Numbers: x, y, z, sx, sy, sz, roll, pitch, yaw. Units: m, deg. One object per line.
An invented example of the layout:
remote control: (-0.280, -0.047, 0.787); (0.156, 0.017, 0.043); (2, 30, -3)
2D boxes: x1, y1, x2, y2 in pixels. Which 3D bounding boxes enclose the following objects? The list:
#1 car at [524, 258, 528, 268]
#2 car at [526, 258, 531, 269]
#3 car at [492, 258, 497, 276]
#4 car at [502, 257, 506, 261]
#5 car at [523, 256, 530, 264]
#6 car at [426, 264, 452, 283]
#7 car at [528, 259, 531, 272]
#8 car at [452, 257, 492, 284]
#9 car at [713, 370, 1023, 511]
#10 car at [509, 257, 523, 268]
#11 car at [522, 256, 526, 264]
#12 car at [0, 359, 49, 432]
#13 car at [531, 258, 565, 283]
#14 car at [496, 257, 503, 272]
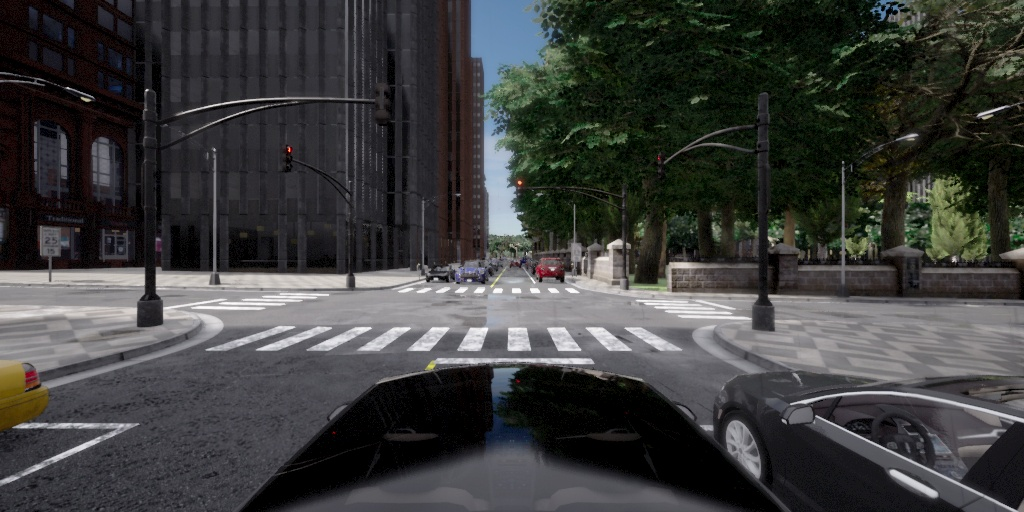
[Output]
car: (3.143, 1.334, 50.214); (2.007, 1.370, 4.403); (0, 0, 0)
car: (3.100, 1.328, 44.757); (2.007, 1.370, 4.403); (0, 0, 0)
car: (-2.824, 1.274, 36.984); (1.837, 1.490, 4.892); (0, 0, 1)
car: (-2.560, 1.360, 60.879); (1.994, 1.385, 4.181); (0, 0, 1)
car: (3.186, 1.230, 55.670); (1.967, 1.591, 4.097); (0, 0, 0)
car: (-5.554, 1.326, 28.447); (1.948, 1.339, 4.313); (0, 0, 0)
car: (3.057, 1.337, 39.301); (1.948, 1.339, 4.313); (0, 0, 0)
car: (-2.904, 1.111, 26.850); (2.097, 1.767, 4.553); (0, 0, 0)
car: (2.760, 1.300, 1.725); (2.007, 1.370, 4.403); (0, 0, 0)
car: (0.554, 1.322, 61.261); (1.812, 1.442, 4.674); (0, 0, 0)
car: (3.229, 1.236, 61.126); (1.967, 1.591, 4.097); (0, 0, 0)
car: (-5.766, 1.275, 1.613); (1.751, 1.417, 4.829); (0, 0, 0)
car: (2.971, 1.075, 28.389); (2.192, 1.841, 5.009); (0, 0, 0)
car: (-2.735, 1.272, 47.372); (2.128, 1.511, 4.902); (0, 0, 0)
